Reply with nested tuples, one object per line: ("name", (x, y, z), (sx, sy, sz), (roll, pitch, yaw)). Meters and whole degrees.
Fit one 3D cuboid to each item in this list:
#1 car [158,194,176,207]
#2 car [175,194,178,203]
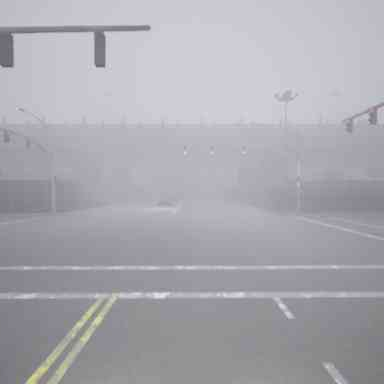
("car", (-3.578, 1.353, 45.919), (1.895, 1.301, 4.718), (0, 0, 0))
("car", (-3.527, 1.171, 61.724), (1.837, 1.490, 4.892), (0, 0, 1))
